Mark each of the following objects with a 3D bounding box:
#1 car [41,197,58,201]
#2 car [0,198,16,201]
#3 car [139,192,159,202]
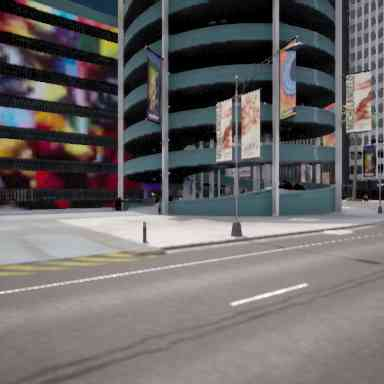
[{"bbox_3d":[-23.088,1.438,54.163,1.895,1.301,4.718,0,0,-36],"label":"car"},{"bbox_3d":[-22.264,1.296,40.231,2.002,1.452,4.674,0,0,-36],"label":"car"},{"bbox_3d":[-8.572,1.006,65.660,2.435,2.045,5.566,0,0,-36],"label":"car"}]
